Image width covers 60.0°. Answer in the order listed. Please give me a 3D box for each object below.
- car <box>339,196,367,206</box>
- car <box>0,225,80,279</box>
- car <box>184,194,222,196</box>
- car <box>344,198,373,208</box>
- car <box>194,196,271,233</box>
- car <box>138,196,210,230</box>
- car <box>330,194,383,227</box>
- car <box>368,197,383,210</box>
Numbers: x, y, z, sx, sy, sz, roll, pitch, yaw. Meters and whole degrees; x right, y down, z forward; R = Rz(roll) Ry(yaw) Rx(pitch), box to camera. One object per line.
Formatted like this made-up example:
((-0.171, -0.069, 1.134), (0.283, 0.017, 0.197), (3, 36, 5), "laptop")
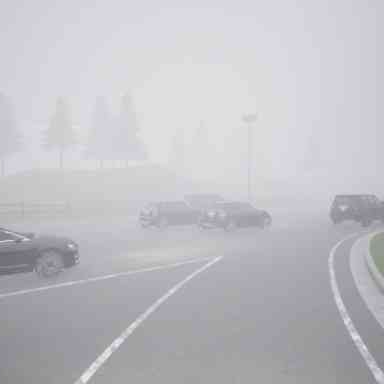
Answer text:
((25.708, 1.383, 52.969), (4.902, 1.511, 2.128), (0, 0, -40), "car")
((-5.343, 1.477, 8.253), (4.902, 1.511, 2.128), (0, 0, -40), "car")
((1.577, 1.167, 27.897), (5.566, 2.045, 2.150), (0, 0, -40), "car")
((23.189, 1.507, 46.238), (4.718, 1.301, 1.895), (0, 0, -40), "car")
((2.657, 1.314, 19.633), (4.553, 1.767, 2.097), (0, 0, -40), "car")
((-1.080, 1.311, 21.053), (4.553, 1.767, 2.097), (0, 0, -40), "car")
((11.542, 1.175, 22.624), (5.566, 2.045, 2.150), (0, 0, -40), "car")
((24.560, 1.439, 42.814), (4.674, 1.442, 1.812), (0, 0, -40), "car")
